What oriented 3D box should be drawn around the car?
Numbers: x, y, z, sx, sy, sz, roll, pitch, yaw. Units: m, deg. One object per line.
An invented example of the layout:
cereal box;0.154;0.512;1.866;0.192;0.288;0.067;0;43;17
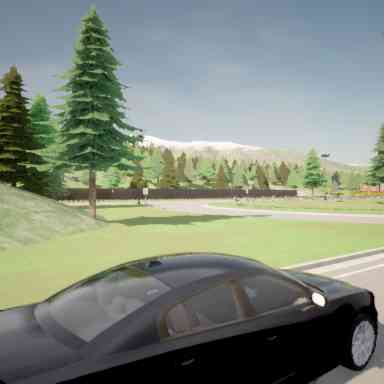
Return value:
car;0.290;1.478;3.960;5.008;1.535;1.882;0;0;-36
